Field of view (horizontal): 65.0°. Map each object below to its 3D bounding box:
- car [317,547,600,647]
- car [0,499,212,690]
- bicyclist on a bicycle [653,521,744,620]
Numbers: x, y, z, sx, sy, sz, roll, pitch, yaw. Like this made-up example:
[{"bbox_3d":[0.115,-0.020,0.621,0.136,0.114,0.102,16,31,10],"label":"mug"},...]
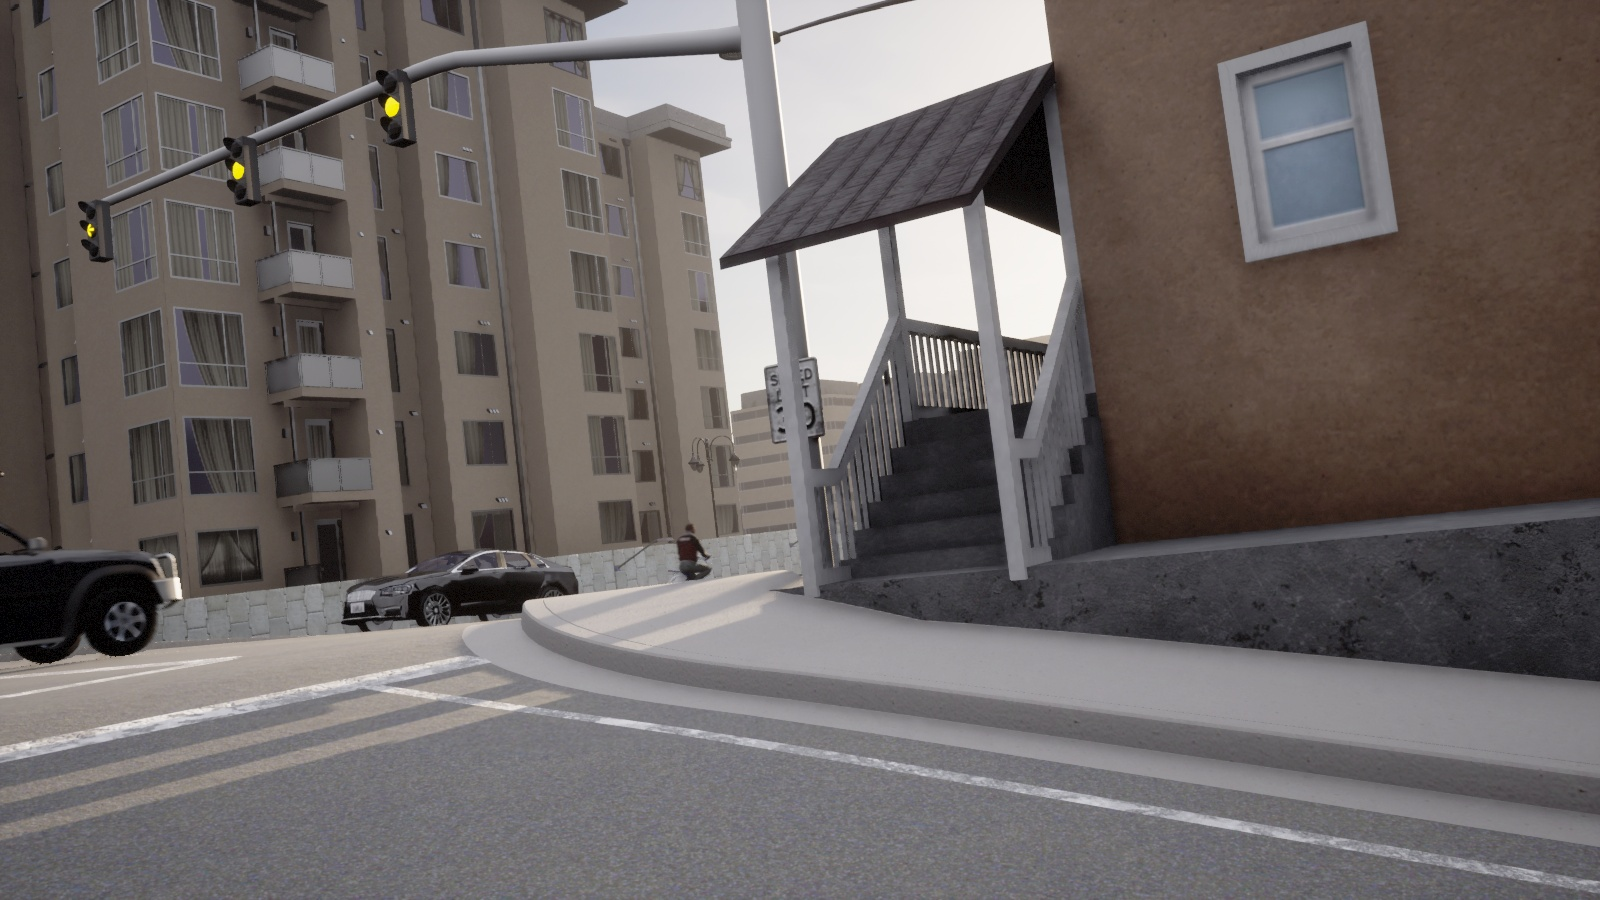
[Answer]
[{"bbox_3d":[-6.308,2.718,23.755,2.128,1.511,4.902,-10,-9,33],"label":"car"},{"bbox_3d":[-9.067,1.677,13.365,1.932,1.855,4.605,-11,-5,33],"label":"car"},{"bbox_3d":[-1.932,2.328,24.087,0.659,1.776,1.843,-10,-12,33],"label":"bicyclist on a bicycle"}]
